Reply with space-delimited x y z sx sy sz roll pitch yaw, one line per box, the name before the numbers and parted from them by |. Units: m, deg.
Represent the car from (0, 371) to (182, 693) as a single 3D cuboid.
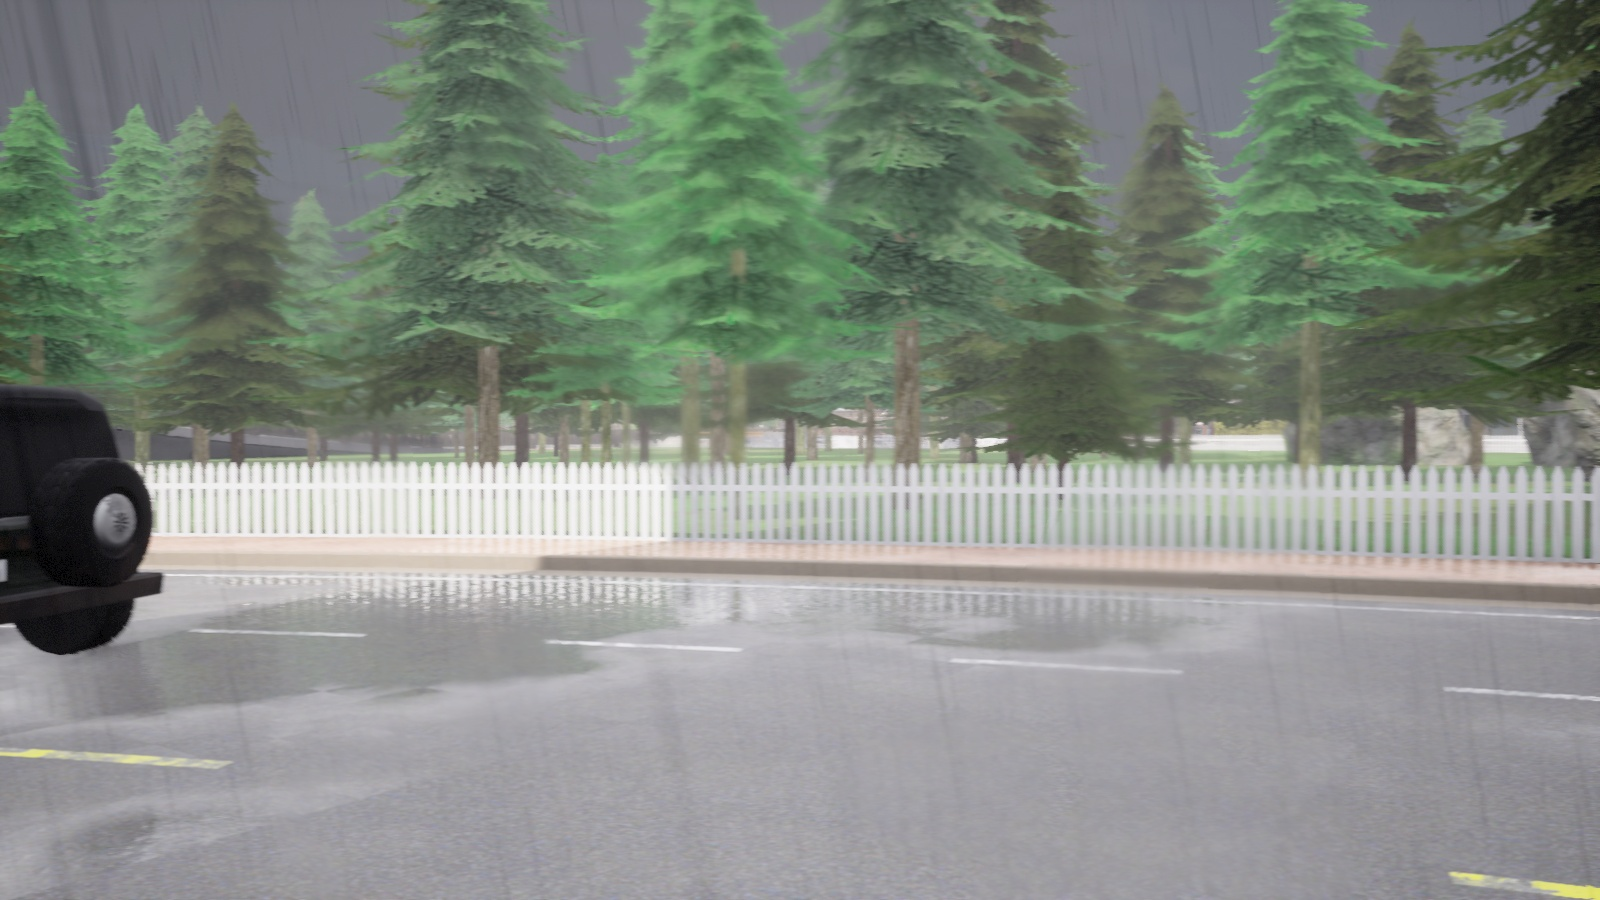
car | -6.461 0.458 8.301 3.866 1.878 1.905 0 1 9
